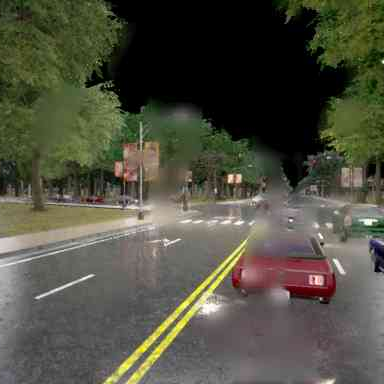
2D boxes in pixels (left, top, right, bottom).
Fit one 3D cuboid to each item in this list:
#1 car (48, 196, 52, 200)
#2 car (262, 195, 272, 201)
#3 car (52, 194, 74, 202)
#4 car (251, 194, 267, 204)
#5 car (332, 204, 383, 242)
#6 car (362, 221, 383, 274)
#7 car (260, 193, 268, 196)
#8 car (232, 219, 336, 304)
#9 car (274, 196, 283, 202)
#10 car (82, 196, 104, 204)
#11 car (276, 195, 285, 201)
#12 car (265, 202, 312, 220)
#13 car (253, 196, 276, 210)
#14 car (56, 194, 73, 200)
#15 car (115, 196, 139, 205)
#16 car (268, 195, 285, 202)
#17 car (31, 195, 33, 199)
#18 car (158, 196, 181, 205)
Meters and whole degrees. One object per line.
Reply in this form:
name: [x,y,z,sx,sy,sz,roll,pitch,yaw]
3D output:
car: [-31.487,1.262,76.728,4.674,1.442,1.812,0,0,40]
car: [19.261,1.557,84.772,2.033,1.411,5.357,0,0,17]
car: [-25.855,1.303,67.678,4.674,1.442,1.812,0,0,40]
car: [12.607,1.536,63.647,1.812,1.442,4.674,0,0,18]
car: [8.140,1.353,16.223,2.097,1.767,4.553,0,0,17]
car: [5.501,1.601,7.630,1.895,1.301,4.718,0,0,17]
car: [16.115,1.239,74.711,2.150,2.045,5.566,0,0,17]
car: [2.296,1.601,8.253,1.895,1.301,4.718,0,0,17]
car: [19.466,1.538,74.542,1.812,1.442,4.674,0,0,17]
car: [-18.134,1.425,61.053,4.718,1.301,1.895,0,0,41]
car: [22.730,1.558,84.979,2.033,1.411,5.357,0,0,17]
car: [5.008,1.506,17.106,1.837,1.490,4.892,0,0,17]
car: [9.303,1.590,42.464,1.895,1.301,4.718,0,0,18]
car: [-30.929,1.280,80.518,4.181,1.385,1.994,0,0,40]
car: [-10.726,1.363,54.747,4.902,1.511,2.128,0,0,41]
car: [16.360,1.559,64.686,2.033,1.411,5.357,0,0,18]
car: [-39.068,1.256,83.169,4.181,1.385,1.994,0,0,40]
car: [-3.912,1.413,57.566,4.674,1.442,1.812,0,0,40]
